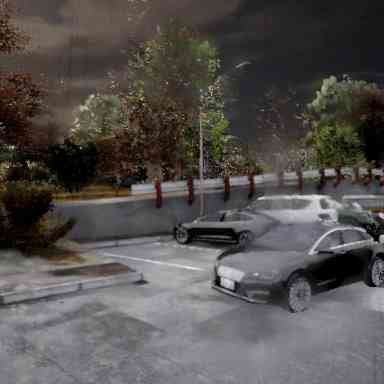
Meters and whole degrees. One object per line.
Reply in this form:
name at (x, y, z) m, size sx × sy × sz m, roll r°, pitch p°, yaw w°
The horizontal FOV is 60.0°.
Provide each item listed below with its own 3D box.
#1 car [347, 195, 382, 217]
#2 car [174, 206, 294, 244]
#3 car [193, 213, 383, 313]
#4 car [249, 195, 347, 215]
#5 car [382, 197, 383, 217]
car at (6.464, 1.186, 17.351) m, size 5.566 × 2.045 × 2.435 m, roll -1°, pitch -1°, yaw 35°
car at (1.423, 1.477, 13.945) m, size 4.792 × 1.488 × 2.163 m, roll -1°, pitch 0°, yaw 36°
car at (2.695, 1.471, 7.693) m, size 4.902 × 1.511 × 2.128 m, roll 0°, pitch 0°, yaw -34°
car at (3.915, 1.192, 15.656) m, size 5.566 × 2.045 × 2.435 m, roll -1°, pitch 0°, yaw 36°
car at (8.908, 1.308, 19.089) m, size 4.553 × 1.767 × 2.185 m, roll -1°, pitch -1°, yaw 36°
